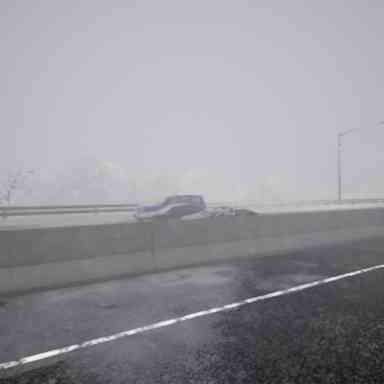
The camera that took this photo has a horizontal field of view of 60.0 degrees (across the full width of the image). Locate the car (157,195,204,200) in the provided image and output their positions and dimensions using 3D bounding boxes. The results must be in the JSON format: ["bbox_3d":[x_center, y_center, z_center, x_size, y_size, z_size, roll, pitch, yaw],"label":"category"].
[{"bbox_3d":[-1.430,1.219,24.292,5.566,2.045,2.150,0,0,-35],"label":"car"}]

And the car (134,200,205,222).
[{"bbox_3d":[-0.894,1.471,20.406,5.008,1.535,1.882,0,0,-35],"label":"car"}]

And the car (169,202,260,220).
[{"bbox_3d":[1.568,1.488,17.854,4.902,1.511,2.128,0,0,-35],"label":"car"}]
